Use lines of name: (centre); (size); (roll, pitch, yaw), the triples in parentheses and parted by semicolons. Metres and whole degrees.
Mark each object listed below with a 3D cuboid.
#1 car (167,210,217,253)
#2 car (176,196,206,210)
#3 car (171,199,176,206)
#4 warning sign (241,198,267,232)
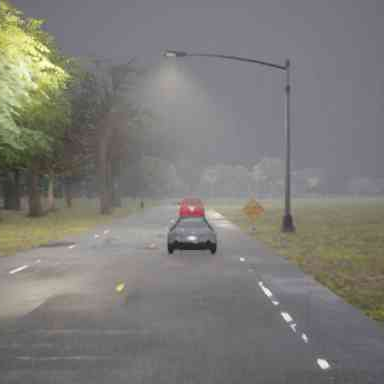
car: (0.007, 1.702, 14.308); (1.994, 1.385, 4.181); (0, -1, 0)
car: (0.000, 1.495, 29.023); (2.150, 2.045, 5.566); (0, 0, 0)
car: (-3.503, 2.163, 71.804); (1.882, 1.535, 5.008); (0, -1, 0)
warning sign: (3.533, 1.299, 19.082); (1.300, 1.860, 1.060); (-1, -2, 0)
